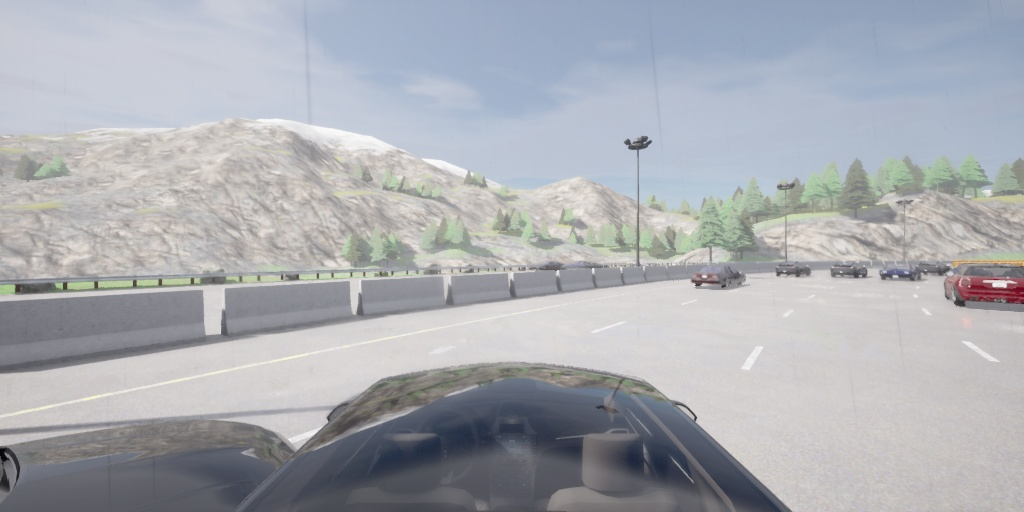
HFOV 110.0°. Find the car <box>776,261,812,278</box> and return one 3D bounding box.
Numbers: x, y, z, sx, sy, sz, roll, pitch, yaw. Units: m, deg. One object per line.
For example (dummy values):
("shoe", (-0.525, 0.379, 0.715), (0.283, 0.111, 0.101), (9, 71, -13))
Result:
("car", (27.280, 1.238, 34.717), (4.902, 1.511, 2.128), (1, 0, -37))

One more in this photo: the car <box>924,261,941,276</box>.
("car", (43.308, 1.242, 36.891), (4.902, 1.511, 2.128), (0, 0, -31))

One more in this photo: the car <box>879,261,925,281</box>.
("car", (32.287, 1.351, 29.747), (4.718, 1.301, 1.895), (0, 0, -35))

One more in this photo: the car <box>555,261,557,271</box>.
("car", (7.925, 1.297, 42.033), (5.357, 1.411, 2.033), (0, 0, -40))

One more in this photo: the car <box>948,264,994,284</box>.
("car", (35.426, 1.313, 27.651), (4.181, 1.385, 1.994), (0, 0, -35))

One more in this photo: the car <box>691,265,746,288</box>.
("car", (13.622, 1.297, 23.592), (5.357, 1.411, 2.033), (0, 0, -42))

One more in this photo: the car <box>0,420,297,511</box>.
("car", (-2.983, 1.255, 0.554), (4.892, 1.490, 1.837), (0, 0, -45))

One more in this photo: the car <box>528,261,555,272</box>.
("car", (4.489, 1.297, 43.719), (5.357, 1.411, 2.033), (0, 0, -40))

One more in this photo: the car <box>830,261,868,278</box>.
("car", (31.370, 1.242, 33.367), (4.902, 1.511, 2.128), (0, 0, -35))

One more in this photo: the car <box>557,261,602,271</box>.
("car", (7.342, 1.242, 36.945), (4.902, 1.511, 2.128), (0, 0, -41))

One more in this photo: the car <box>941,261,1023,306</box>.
("car", (19.496, 1.102, 14.659), (4.553, 1.767, 2.097), (0, 0, -44))

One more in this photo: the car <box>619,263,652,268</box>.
("car", (13.128, 1.351, 37.266), (4.718, 1.301, 1.895), (0, 0, -39))
